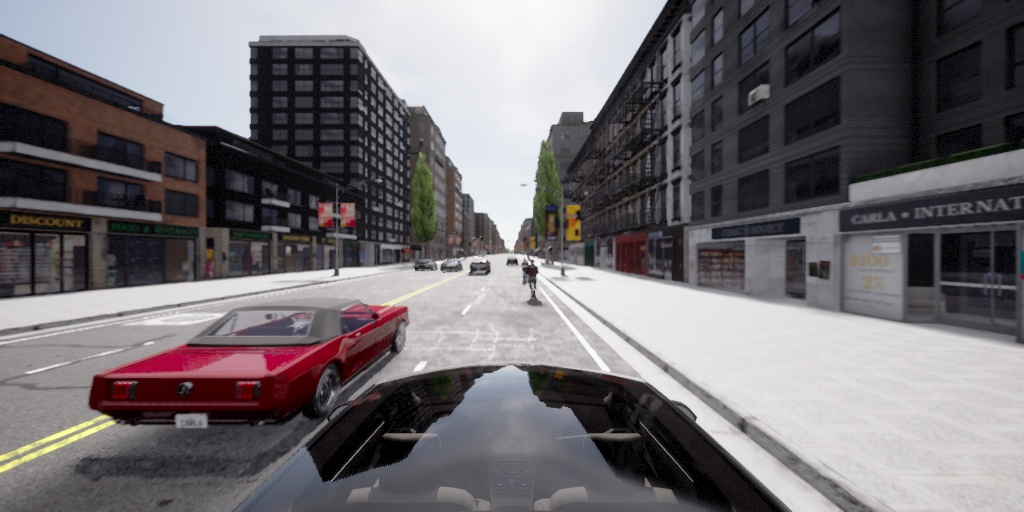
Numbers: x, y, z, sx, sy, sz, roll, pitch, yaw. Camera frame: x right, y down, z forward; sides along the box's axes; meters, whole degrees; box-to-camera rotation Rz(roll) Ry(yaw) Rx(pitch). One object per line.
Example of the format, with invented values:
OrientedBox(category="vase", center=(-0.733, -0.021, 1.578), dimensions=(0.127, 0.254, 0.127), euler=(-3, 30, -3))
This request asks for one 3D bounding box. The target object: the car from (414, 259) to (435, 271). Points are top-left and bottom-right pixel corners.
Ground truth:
OrientedBox(category="car", center=(-9.828, 0.996, 41.238), dimensions=(1.994, 1.385, 4.181), euler=(0, 0, 0))

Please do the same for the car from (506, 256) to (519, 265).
OrientedBox(category="car", center=(0.065, 0.751, 60.215), dimensions=(1.882, 1.535, 5.008), euler=(0, 1, 0))

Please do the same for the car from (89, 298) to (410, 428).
OrientedBox(category="car", center=(-3.151, 1.319, 5.751), dimensions=(1.895, 1.301, 4.718), euler=(0, 0, 0))

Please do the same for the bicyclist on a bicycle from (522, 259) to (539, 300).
OrientedBox(category="bicyclist on a bicycle", center=(0.895, 1.010, 15.801), dimensions=(0.659, 1.776, 1.843), euler=(0, 1, 0))

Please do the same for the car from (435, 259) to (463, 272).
OrientedBox(category="car", center=(-6.582, 0.995, 39.383), dimensions=(2.033, 1.411, 5.357), euler=(0, 0, 0))

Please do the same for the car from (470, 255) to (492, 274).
OrientedBox(category="car", center=(-3.143, 0.964, 36.358), dimensions=(2.128, 1.511, 4.902), euler=(0, 0, 0))
